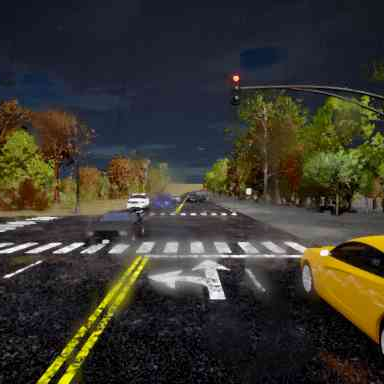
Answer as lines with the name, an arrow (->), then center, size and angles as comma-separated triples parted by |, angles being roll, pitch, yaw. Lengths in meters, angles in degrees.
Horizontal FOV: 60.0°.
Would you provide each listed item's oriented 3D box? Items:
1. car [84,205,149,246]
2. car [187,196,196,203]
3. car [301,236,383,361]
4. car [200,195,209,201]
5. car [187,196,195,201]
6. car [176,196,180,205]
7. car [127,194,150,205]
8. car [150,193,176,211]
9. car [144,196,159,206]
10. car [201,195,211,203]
car -> -3.395, 1.565, 15.736 | 2.033, 1.411, 5.357 | 0, 0, 0
car -> -0.138, 1.566, 72.155 | 1.994, 1.385, 4.181 | 0, 0, 0
car -> 3.349, 1.444, 5.406 | 1.882, 1.535, 5.008 | 0, 1, 0
car -> 3.046, 1.458, 81.641 | 2.033, 1.411, 5.357 | 0, 0, 0
car -> -0.204, 1.606, 81.977 | 1.895, 1.301, 4.718 | 0, 0, 0
car -> -3.478, 1.605, 55.992 | 1.895, 1.301, 4.718 | 0, 0, 0
car -> -6.706, 1.224, 41.991 | 2.150, 2.045, 5.566 | 0, 0, 0
car -> -3.453, 1.217, 41.000 | 2.150, 2.045, 5.566 | 0, 1, -1
car -> -6.729, 1.482, 55.703 | 1.882, 1.535, 5.008 | 0, 0, 0
car -> 3.094, 1.504, 71.486 | 2.128, 1.511, 4.902 | 0, 0, 0
